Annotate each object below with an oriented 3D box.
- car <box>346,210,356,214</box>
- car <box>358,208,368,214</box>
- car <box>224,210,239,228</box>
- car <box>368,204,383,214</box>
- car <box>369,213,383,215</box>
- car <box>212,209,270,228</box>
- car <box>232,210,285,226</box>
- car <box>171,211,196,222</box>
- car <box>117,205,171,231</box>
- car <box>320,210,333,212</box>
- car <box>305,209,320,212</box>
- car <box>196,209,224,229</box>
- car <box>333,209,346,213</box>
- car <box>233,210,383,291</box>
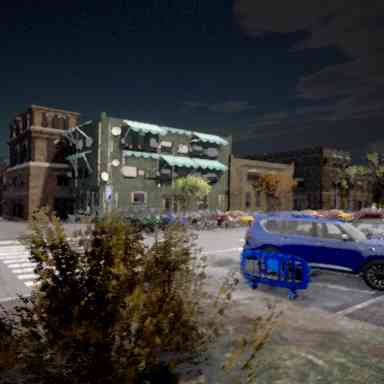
[{"bbox_3d":[18.465,3.040,43.971,5.366,1.575,1.946,-1,-2,32],"label":"car"},{"bbox_3d":[20.989,3.149,45.684,4.792,1.488,2.163,-1,-2,32],"label":"car"},{"bbox_3d":[2.243,2.376,31.211,4.553,1.767,2.185,-1,-3,32],"label":"car"},{"bbox_3d":[27.949,3.226,51.155,4.553,1.767,2.185,-1,-2,32],"label":"car"},{"bbox_3d":[11.698,2.233,17.016,4.553,1.767,2.185,1,0,32],"label":"car"},{"bbox_3d":[4.764,2.573,32.910,5.366,1.575,1.946,-1,-2,32],"label":"car"},{"bbox_3d":[6.935,2.656,34.812,4.892,1.521,2.231,-1,-3,32],"label":"car"},{"bbox_3d":[-2.407,2.386,27.561,4.674,1.452,2.002,-1,-2,32],"label":"car"},{"bbox_3d":[-4.769,2.018,25.765,5.566,2.045,2.435,-1,-2,32],"label":"car"},{"bbox_3d":[13.791,2.886,40.345,5.366,1.575,1.946,-1,-2,32],"label":"car"},{"bbox_3d":[11.610,2.810,38.434,5.008,1.535,2.097,-1,-2,32],"label":"car"},{"bbox_3d":[-0.074,2.425,29.379,4.892,1.521,2.231,-1,-2,32],"label":"car"},{"bbox_3d":[16.292,2.964,42.070,5.008,1.535,2.097,-1,-2,32],"label":"car"},{"bbox_3d":[4.543,1.871,11.474,5.566,2.045,2.435,1,-1,32],"label":"car"}]
